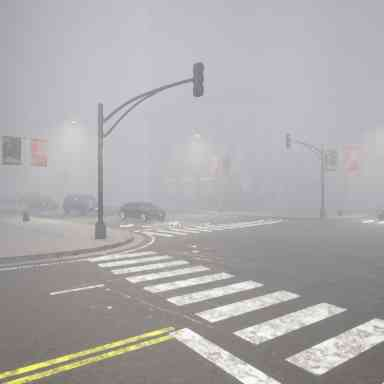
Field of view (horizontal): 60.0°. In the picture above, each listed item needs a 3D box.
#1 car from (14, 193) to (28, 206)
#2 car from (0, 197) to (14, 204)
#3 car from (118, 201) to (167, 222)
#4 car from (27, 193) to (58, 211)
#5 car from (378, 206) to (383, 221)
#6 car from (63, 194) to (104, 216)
[{"bbox_3d":[-26.051,1.198,53.403,5.566,2.045,2.150,0,0,45],"label":"car"},{"bbox_3d":[-33.634,1.531,60.996,1.994,1.385,4.181,0,0,-45],"label":"car"},{"bbox_3d":[-4.004,1.495,26.430,1.837,1.490,4.892,0,0,-44],"label":"car"},{"bbox_3d":[-18.112,1.333,40.576,2.097,1.767,4.553,0,0,-45],"label":"car"},{"bbox_3d":[16.364,1.537,26.449,4.674,1.442,1.812,0,0,-45],"label":"car"},{"bbox_3d":[-11.017,1.207,33.459,2.150,2.045,5.566,0,0,-45],"label":"car"}]
